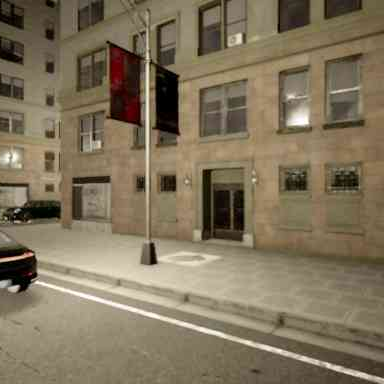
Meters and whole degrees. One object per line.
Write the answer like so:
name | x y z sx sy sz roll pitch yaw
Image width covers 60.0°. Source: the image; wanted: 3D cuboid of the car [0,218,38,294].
car | -5.447 1.481 7.504 4.902 1.511 2.128 0 0 35

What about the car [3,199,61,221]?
car | -12.300 1.369 26.290 2.097 1.767 4.553 0 0 36
